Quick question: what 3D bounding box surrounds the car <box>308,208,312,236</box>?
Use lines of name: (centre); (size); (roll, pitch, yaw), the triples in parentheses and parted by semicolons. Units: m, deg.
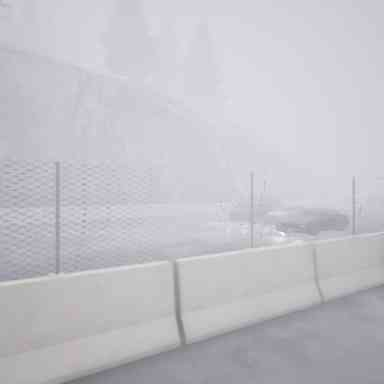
car: (6.943, 1.583, 18.635); (5.357, 1.411, 2.033); (0, 0, -41)

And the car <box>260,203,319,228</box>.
car: (6.889, 1.572, 23.304); (4.674, 1.442, 1.812); (0, 0, -43)
